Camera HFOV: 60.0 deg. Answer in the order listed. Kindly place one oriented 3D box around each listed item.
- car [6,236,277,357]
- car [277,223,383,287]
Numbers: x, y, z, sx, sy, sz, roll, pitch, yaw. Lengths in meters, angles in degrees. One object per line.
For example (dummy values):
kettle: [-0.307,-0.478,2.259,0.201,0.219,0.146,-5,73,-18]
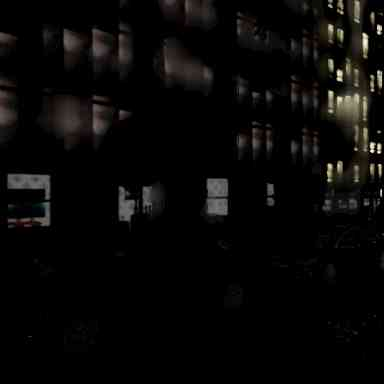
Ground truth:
car: [-0.778,1.542,6.003,4.507,1.381,1.887,0,-1,-35]
car: [3.879,1.574,9.261,4.403,1.369,2.008,0,-1,-35]
